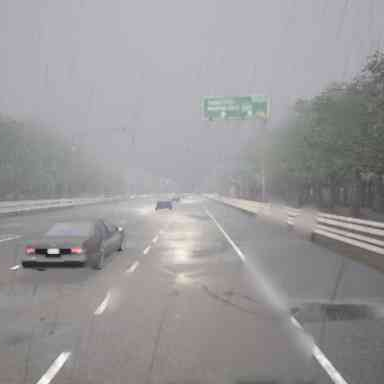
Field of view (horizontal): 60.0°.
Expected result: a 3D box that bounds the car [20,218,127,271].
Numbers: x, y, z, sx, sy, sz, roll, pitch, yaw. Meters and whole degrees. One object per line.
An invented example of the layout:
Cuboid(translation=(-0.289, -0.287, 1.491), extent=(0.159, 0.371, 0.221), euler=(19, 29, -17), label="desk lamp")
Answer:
Cuboid(translation=(-3.496, 1.546, 10.902), extent=(2.033, 1.411, 5.357), euler=(0, 0, 0), label="car")

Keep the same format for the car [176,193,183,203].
Cuboid(translation=(-3.395, 1.476, 71.611), extent=(1.837, 1.490, 4.892), euler=(0, 0, 0), label="car")

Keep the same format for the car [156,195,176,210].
Cuboid(translation=(-3.446, 1.463, 42.409), extent=(1.882, 1.535, 5.008), euler=(0, 0, 0), label="car")
